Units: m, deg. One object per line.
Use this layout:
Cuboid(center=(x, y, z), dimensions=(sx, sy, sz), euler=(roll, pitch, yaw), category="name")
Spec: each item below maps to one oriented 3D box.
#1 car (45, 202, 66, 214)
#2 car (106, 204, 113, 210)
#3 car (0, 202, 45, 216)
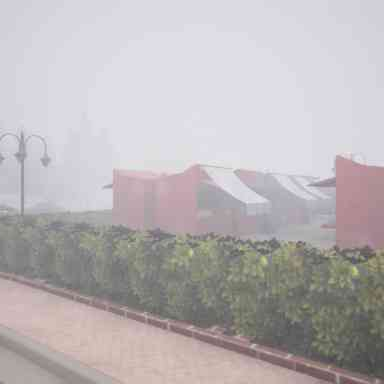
Cuboid(center=(-12.968, 1.581, 28.004), dimensions=(1.812, 1.442, 4.674), euler=(0, 0, 35), category="car")
Cuboid(center=(-7.067, 1.547, 36.169), dimensions=(2.128, 1.511, 4.902), euler=(0, 0, 36), category="car")
Cuboid(center=(-12.763, 1.560, 22.021), dimensions=(1.837, 1.490, 4.892), euler=(0, 0, 36), category="car")
